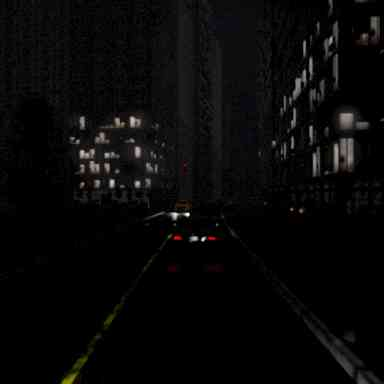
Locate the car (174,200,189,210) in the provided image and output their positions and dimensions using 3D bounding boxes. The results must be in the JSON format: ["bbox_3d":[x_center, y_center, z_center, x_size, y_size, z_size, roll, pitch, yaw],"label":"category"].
[{"bbox_3d":[-1.194,1.862,43.980,1.882,1.535,5.008,0,-1,5],"label":"car"}]

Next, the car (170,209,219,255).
[{"bbox_3d":[0.153,1.676,13.945,2.033,1.411,5.357,0,0,1],"label":"car"}]

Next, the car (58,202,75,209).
[{"bbox_3d":[-24.752,2.623,64.286,4.313,1.339,1.947,-1,0,13],"label":"car"}]

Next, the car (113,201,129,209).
[{"bbox_3d":[-13.799,2.387,61.726,4.403,1.369,2.008,-1,0,13],"label":"car"}]

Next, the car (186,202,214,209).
[{"bbox_3d":[0.777,1.770,29.186,1.837,1.490,4.892,0,0,3],"label":"car"}]

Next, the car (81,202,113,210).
[{"bbox_3d":[-15.707,2.280,53.567,4.403,1.369,2.008,-1,0,13],"label":"car"}]
